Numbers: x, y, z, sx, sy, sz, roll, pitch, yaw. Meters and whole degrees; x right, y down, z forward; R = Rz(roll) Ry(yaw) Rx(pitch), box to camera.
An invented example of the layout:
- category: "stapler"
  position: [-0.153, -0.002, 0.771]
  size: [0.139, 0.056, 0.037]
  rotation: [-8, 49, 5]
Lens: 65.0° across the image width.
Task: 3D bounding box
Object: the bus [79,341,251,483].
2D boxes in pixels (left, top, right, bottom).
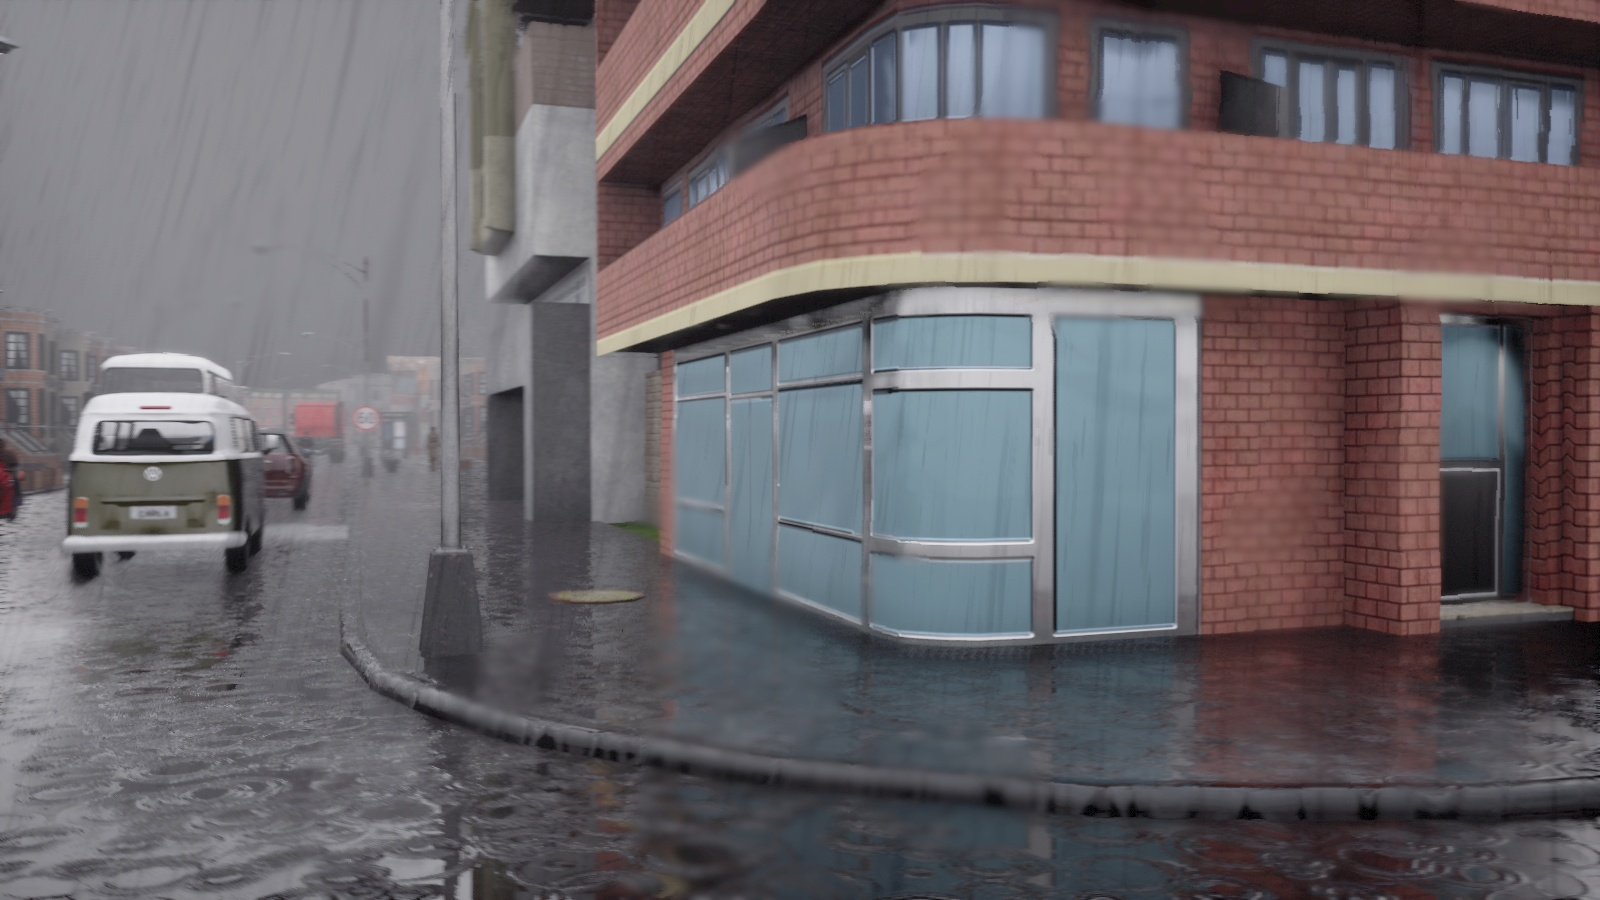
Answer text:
- category: "bus"
  position: [-21.477, -1.217, 43.215]
  size: [3.944, 4.253, 10.273]
  rotation: [0, 1, -19]

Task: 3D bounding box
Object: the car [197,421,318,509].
- category: "car"
  position: [-11.807, 0.268, 27.605]
  size: [2.097, 1.767, 4.553]
  rotation: [0, 1, -19]

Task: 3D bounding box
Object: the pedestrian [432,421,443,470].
- category: "pedestrian"
  position: [-14.304, -0.179, 49.500]
  size: [0.396, 1.930, 0.692]
  rotation: [0, 1, -18]

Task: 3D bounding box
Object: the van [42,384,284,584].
- category: "van"
  position: [-7.509, 0.314, 15.268]
  size: [2.069, 2.038, 4.480]
  rotation: [0, 1, -20]

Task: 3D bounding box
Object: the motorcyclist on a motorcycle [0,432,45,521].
- category: "motorcyclist on a motorcycle"
  position: [-14.306, 0.445, 22.619]
  size: [0.797, 1.523, 2.044]
  rotation: [0, 1, -19]

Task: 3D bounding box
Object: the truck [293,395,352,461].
- category: "truck"
  position: [-26.709, -1.204, 70.521]
  size: [2.891, 3.462, 7.936]
  rotation: [0, 1, -19]
